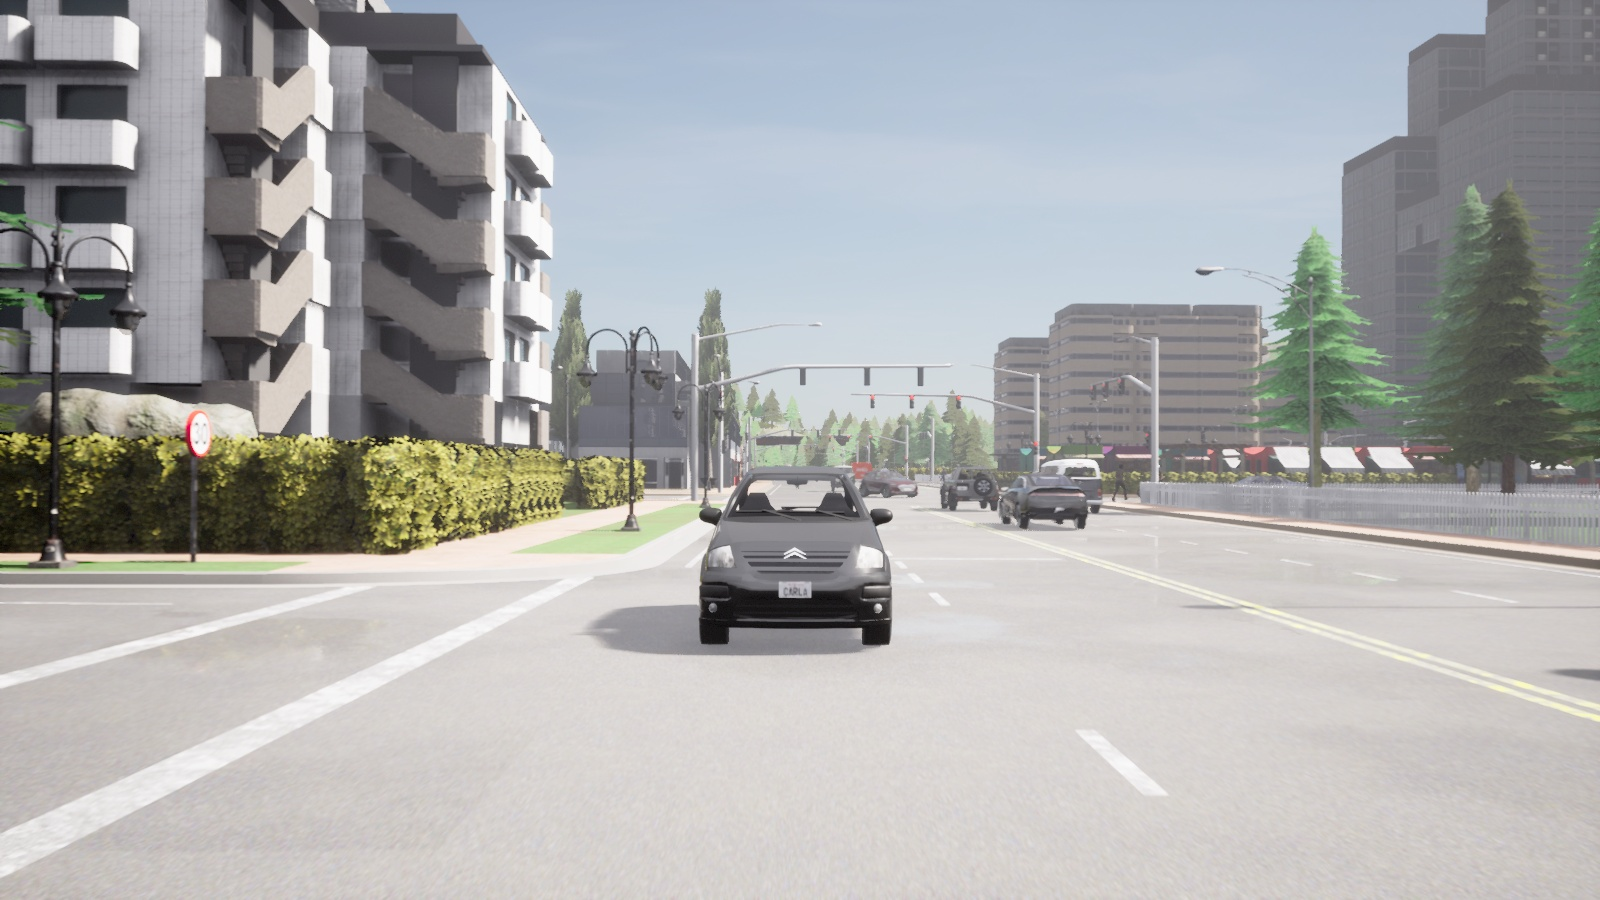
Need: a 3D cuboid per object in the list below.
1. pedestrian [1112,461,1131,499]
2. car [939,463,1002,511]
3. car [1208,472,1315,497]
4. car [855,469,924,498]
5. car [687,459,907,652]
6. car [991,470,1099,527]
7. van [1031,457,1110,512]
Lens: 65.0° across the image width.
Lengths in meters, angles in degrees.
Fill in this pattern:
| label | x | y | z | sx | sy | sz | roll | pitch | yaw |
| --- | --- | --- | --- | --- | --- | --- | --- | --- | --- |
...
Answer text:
| label | x | y | z | sx | sy | sz | roll | pitch | yaw |
| --- | --- | --- | --- | --- | --- | --- | --- | --- | --- |
| pedestrian | 15.337 | 1.416 | 59.976 | 0.869 | 1.805 | 0.328 | 0 | -1 | -28 |
| car | 6.873 | 1.460 | 51.133 | 1.932 | 1.855 | 4.605 | 0 | -1 | 0 |
| car | 26.222 | 1.954 | 71.482 | 5.357 | 1.411 | 2.033 | 0 | -1 | -1 |
| car | 5.273 | 1.975 | 74.774 | 2.033 | 1.649 | 4.856 | 0 | -1 | -24 |
| car | -0.031 | 0.924 | 12.583 | 1.851 | 1.617 | 3.988 | 0 | -1 | 0 |
| car | 6.912 | 1.345 | 35.961 | 2.128 | 1.511 | 4.902 | 0 | -1 | 0 |
| van | 10.381 | 1.309 | 48.546 | 2.069 | 2.038 | 4.480 | 0 | -1 | 0 |
